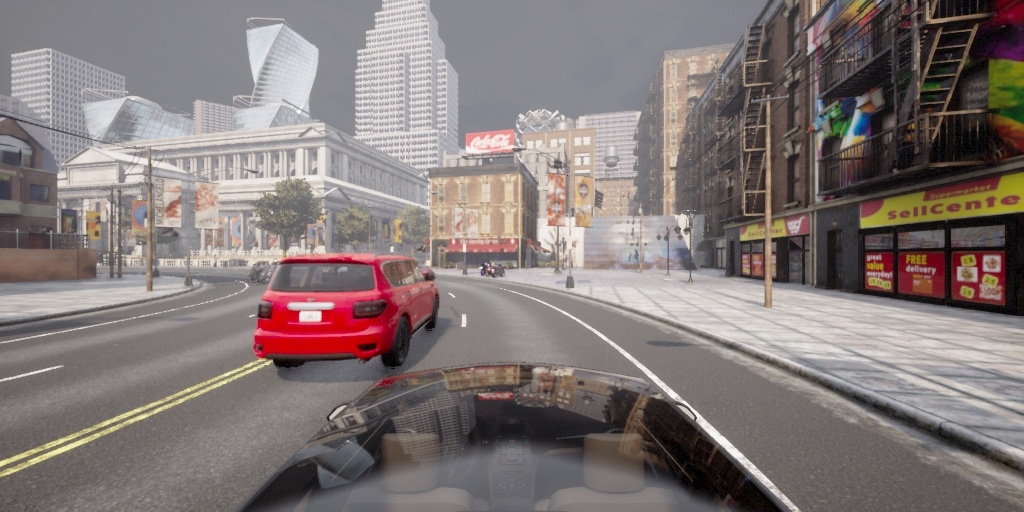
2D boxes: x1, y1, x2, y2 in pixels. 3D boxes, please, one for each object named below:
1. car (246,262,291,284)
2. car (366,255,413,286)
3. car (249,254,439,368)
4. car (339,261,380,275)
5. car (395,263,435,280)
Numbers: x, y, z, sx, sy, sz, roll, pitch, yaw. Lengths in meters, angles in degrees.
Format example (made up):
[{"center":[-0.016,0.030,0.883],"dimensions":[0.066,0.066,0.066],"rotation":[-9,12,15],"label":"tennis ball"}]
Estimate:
[{"center":[-18.894,1.241,27.701],"dimensions":[2.128,1.511,4.902],"rotation":[0,0,-43],"label":"car"},{"center":[-9.276,0.974,26.869],"dimensions":[2.150,2.045,5.566],"rotation":[0,0,-32],"label":"car"},{"center":[-3.084,0.974,7.998],"dimensions":[2.150,2.045,5.566],"rotation":[0,0,-2],"label":"car"},{"center":[-17.425,1.297,40.774],"dimensions":[5.357,1.411,2.033],"rotation":[0,0,39],"label":"car"},{"center":[-8.677,1.314,31.873],"dimensions":[1.994,1.385,4.181],"rotation":[0,0,-37],"label":"car"}]
